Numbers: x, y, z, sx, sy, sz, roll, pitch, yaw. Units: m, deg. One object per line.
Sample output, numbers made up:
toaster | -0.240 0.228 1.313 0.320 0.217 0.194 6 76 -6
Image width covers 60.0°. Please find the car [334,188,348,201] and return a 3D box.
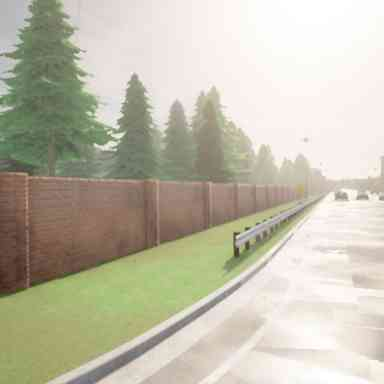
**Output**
car | 26.358 0.611 58.726 2.097 1.767 4.553 -1 0 23

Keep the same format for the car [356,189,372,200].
car | 30.597 0.725 59.736 1.812 1.442 4.674 -1 0 23

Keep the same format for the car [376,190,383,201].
car | 33.226 0.788 56.979 1.895 1.301 4.718 -1 0 23
